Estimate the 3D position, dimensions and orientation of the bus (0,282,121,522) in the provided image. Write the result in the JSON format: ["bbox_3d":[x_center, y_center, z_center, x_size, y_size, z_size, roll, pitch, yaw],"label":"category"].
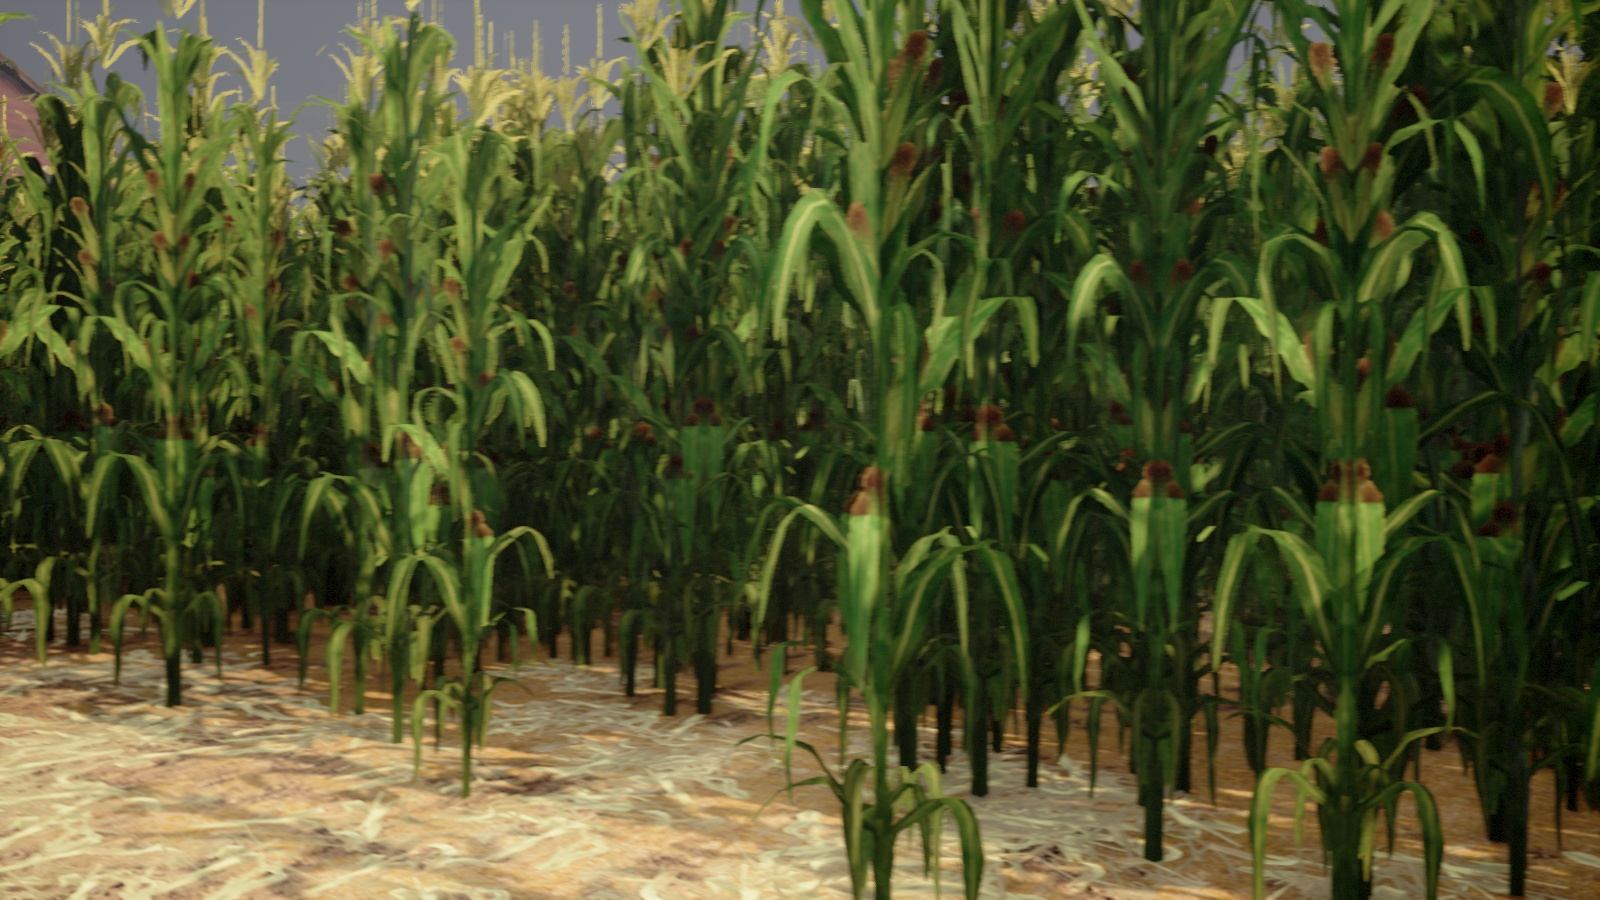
[{"bbox_3d":[-17.539,-0.808,20.888,3.944,4.253,10.273,0,1,34],"label":"bus"}]
